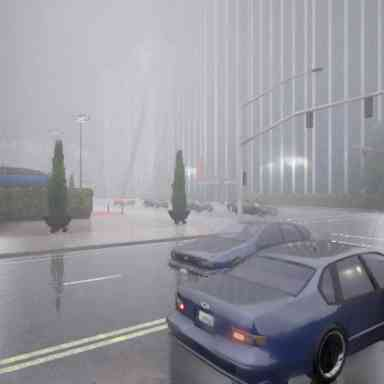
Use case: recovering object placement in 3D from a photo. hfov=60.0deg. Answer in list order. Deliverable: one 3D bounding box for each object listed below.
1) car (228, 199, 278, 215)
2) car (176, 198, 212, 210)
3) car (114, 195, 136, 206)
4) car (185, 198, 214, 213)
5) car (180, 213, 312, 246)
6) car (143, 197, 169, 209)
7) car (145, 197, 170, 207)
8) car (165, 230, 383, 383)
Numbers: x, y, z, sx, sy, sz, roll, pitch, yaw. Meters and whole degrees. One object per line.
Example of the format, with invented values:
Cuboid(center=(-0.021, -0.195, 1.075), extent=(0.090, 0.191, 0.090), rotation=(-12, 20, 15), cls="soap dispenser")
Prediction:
Cuboid(center=(5.786, 1.525, 30.740), extent=(1.812, 1.442, 4.674), rotation=(0, 0, -34), cls="car")
Cuboid(center=(0.173, 1.546, 44.521), extent=(2.033, 1.411, 5.357), rotation=(0, 0, -36), cls="car")
Cuboid(center=(-10.841, 1.350, 53.806), extent=(2.097, 1.767, 4.553), rotation=(0, 0, -36), cls="car")
Cuboid(center=(0.497, 1.525, 38.136), extent=(1.812, 1.442, 4.674), rotation=(0, 0, -36), cls="car")
Cuboid(center=(1.967, 1.547, 9.703), extent=(5.357, 1.411, 2.033), rotation=(0, 0, -36), cls="car")
Cuboid(center=(-4.981, 1.503, 45.672), extent=(1.837, 1.490, 4.892), rotation=(0, 0, -36), cls="car")
Cuboid(center=(-5.551, 1.524, 52.446), extent=(1.812, 1.442, 4.674), rotation=(0, 0, -36), cls="car")
Cuboid(center=(2.224, 1.547, 5.389), extent=(5.357, 1.411, 2.033), rotation=(0, 0, -35), cls="car")
